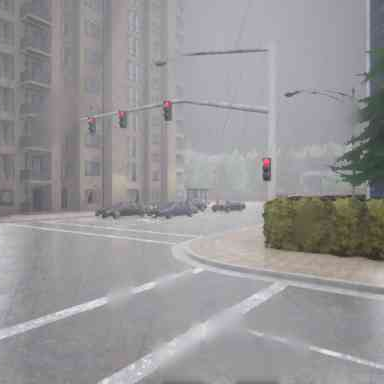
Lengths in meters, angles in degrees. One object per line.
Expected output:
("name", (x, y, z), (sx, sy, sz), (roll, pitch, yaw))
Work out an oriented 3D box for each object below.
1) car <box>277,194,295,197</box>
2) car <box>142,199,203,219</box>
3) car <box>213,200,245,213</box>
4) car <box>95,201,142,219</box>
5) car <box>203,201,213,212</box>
("car", (12.124, 1.221, 41.930), (2.150, 2.045, 5.566), (0, 0, 36))
("car", (-1.579, 1.547, 29.389), (2.033, 1.411, 5.357), (0, 0, 36))
("car", (4.076, 1.601, 37.132), (1.895, 1.301, 4.718), (0, 0, 36))
("car", (-5.915, 1.547, 29.383), (2.033, 1.411, 5.357), (0, 0, 36))
("car", (-0.223, 1.491, 37.181), (2.128, 1.511, 4.902), (0, 0, 36))
